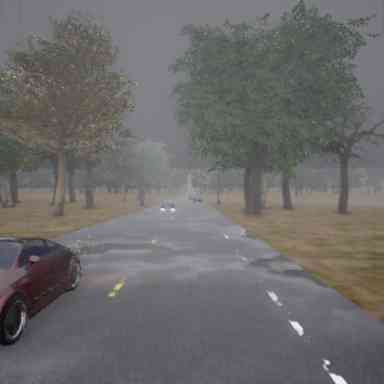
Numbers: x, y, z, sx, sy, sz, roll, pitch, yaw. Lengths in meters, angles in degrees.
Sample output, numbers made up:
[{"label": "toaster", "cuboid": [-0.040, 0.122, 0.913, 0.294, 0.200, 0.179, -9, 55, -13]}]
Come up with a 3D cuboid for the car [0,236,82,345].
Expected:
[{"label": "car", "cuboid": [-3.599, 1.561, 6.193, 1.994, 1.385, 4.181, 0, 0, 0]}]

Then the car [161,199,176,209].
[{"label": "car", "cuboid": [-3.557, 1.724, 50.329, 1.812, 1.442, 4.674, 0, 0, 0]}]

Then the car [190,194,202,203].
[{"label": "car", "cuboid": [1.237, 1.639, 76.360, 2.097, 1.767, 4.553, 0, 0, 0]}]
